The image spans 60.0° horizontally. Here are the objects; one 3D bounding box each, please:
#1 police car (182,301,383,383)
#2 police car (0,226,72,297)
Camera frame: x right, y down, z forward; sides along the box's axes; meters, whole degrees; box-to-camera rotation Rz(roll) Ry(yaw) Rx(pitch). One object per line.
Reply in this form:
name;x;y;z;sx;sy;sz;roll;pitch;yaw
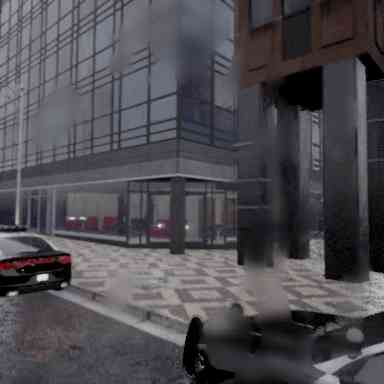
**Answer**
police car;2.117;1.606;2.609;5.238;1.638;1.930;-1;-4;42
police car;-5.311;1.783;9.304;5.238;1.638;1.930;-1;-4;42
